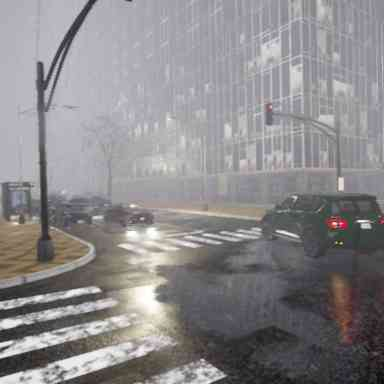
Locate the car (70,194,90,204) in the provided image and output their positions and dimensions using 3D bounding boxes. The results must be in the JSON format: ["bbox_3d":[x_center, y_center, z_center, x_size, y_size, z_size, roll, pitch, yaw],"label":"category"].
[{"bbox_3d":[-16.945,0.979,50.089,1.802,1.307,4.206,-1,1,-34],"label":"car"}]

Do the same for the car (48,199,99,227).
[{"bbox_3d":[-7.933,1.400,21.829,1.947,1.339,4.313,-1,1,-34],"label":"car"}]

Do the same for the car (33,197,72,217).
[{"bbox_3d":[-11.126,1.373,26.533,1.802,1.307,4.206,-1,1,-34],"label":"car"}]

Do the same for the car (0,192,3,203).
[{"bbox_3d":[-30.277,1.081,54.747,2.008,1.369,4.403,-1,1,-34],"label":"car"}]

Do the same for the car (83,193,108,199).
[{"bbox_3d":[-9.882,1.114,35.152,1.812,1.442,4.674,-2,1,-34],"label":"car"}]

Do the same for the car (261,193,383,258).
[{"bbox_3d":[4.502,1.037,12.260,2.150,2.045,5.566,0,1,-11],"label":"car"}]

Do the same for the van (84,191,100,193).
[{"bbox_3d":[-13.740,0.782,45.393,1.690,1.788,3.998,-1,1,-34],"label":"van"}]

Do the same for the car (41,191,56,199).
[{"bbox_3d":[-29.776,0.661,68.856,1.967,1.590,4.097,-1,1,-34],"label":"car"}]

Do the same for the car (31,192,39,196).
[{"bbox_3d":[-36.189,0.682,78.242,2.008,1.369,4.403,-1,1,-34],"label":"car"}]

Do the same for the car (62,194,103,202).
[{"bbox_3d":[-9.744,1.235,29.277,1.812,1.442,4.674,-2,1,-34],"label":"car"}]

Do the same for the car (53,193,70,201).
[{"bbox_3d":[-23.359,0.891,59.474,1.802,1.307,4.206,-1,1,-34],"label":"car"}]

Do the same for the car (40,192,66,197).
[{"bbox_3d":[-15.590,1.137,37.857,1.837,1.490,4.892,-2,1,-34],"label":"car"}]

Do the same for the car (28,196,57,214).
[{"bbox_3d":[-14.285,1.314,31.258,1.947,1.339,4.313,-1,1,-34],"label":"car"}]

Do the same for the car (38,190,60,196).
[{"bbox_3d":[-23.829,0.908,55.554,1.837,1.490,4.892,-2,2,-34],"label":"car"}]

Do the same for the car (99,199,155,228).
[{"bbox_3d":[-3.985,1.348,20.856,1.994,1.385,4.181,-2,1,-34],"label":"car"}]
